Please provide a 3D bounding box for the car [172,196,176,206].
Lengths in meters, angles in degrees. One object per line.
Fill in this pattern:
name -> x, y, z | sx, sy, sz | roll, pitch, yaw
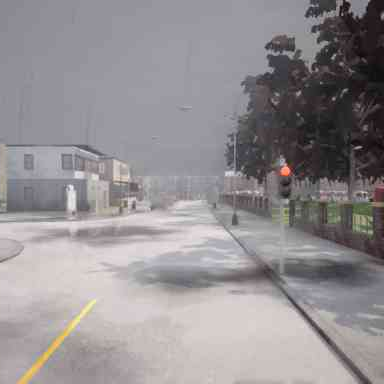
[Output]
car -> -4.045, 1.352, 52.694 | 2.097, 1.767, 4.553 | 0, 0, 0

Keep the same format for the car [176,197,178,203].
car -> -3.940, 1.525, 69.005 | 1.812, 1.442, 4.674 | 0, 0, 0

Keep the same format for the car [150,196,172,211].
car -> -4.062, 1.547, 42.011 | 2.033, 1.411, 5.357 | 0, 0, 0
